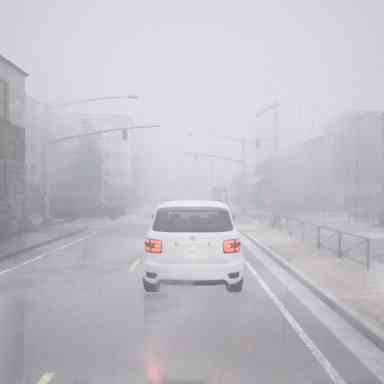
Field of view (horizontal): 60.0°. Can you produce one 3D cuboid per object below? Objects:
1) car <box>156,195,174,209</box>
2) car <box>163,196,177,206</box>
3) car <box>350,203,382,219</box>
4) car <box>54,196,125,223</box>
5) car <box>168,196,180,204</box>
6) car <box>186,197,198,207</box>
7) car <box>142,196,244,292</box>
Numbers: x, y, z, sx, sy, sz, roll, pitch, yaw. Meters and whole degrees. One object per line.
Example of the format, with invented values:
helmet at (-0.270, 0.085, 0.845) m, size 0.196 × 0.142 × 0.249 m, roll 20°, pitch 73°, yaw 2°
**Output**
car at (-3.687, 1.352, 46.563) m, size 2.097 × 1.767 × 4.553 m, roll 0°, pitch 0°, yaw 0°
car at (-3.692, 1.491, 56.944) m, size 2.128 × 1.511 × 4.902 m, roll 0°, pitch 0°, yaw 0°
car at (16.658, 1.740, 30.232) m, size 4.181 × 1.385 × 1.994 m, roll 0°, pitch 0°, yaw 0°
car at (-8.320, 1.350, 27.294) m, size 5.566 × 2.045 × 2.150 m, roll -2°, pitch 0°, yaw -14°
car at (-3.643, 1.547, 67.582) m, size 2.033 × 1.411 × 5.357 m, roll 0°, pitch 0°, yaw 0°
car at (0.014, 1.525, 51.306) m, size 1.812 × 1.442 × 4.674 m, roll 0°, pitch 0°, yaw 0°
car at (0.036, 1.221, 9.050) m, size 2.150 × 2.045 × 5.566 m, roll 0°, pitch 0°, yaw 1°
